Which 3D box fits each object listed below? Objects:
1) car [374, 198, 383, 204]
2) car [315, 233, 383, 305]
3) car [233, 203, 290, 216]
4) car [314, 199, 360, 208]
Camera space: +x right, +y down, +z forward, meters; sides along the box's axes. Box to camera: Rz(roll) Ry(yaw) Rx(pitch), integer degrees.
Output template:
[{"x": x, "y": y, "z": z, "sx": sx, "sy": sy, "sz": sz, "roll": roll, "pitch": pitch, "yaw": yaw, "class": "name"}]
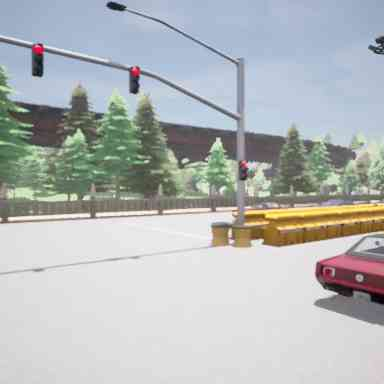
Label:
[{"x": 21.866, "y": 1.287, "z": 36.671, "sx": 4.674, "sy": 1.442, "sz": 1.812, "roll": 0, "pitch": 0, "yaw": -36, "class": "car"}, {"x": 4.827, "y": 1.552, "z": 7.191, "sx": 4.718, "sy": 1.301, "sz": 1.895, "roll": 0, "pitch": 0, "yaw": -36, "class": "car"}, {"x": 5.313, "y": 1.487, "z": 24.938, "sx": 4.718, "sy": 1.301, "sz": 1.895, "roll": 0, "pitch": 0, "yaw": -35, "class": "car"}, {"x": 13.463, "y": 1.372, "z": 30.675, "sx": 5.357, "sy": 1.411, "sz": 2.033, "roll": 0, "pitch": 0, "yaw": -36, "class": "car"}]
